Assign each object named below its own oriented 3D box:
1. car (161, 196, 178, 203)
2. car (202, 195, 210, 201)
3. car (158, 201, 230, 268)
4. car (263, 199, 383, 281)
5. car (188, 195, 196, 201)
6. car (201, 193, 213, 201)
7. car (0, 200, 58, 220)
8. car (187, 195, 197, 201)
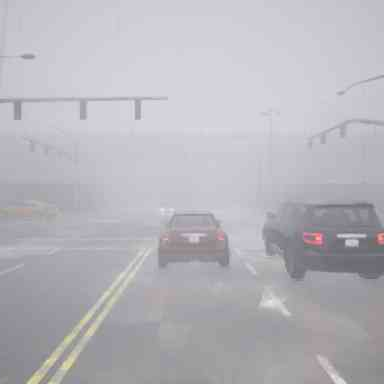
[{"bbox_3d":[-3.608,1.625,49.784,1.895,1.301,4.718,0,0,0],"label":"car"},{"bbox_3d":[3.453,1.564,83.344,1.812,1.442,4.674,0,0,0],"label":"car"},{"bbox_3d":[-0.001,1.358,11.478,2.097,1.767,4.553,0,0,-2],"label":"car"},{"bbox_3d":[3.632,1.226,10.052,2.150,2.045,5.566,0,0,2],"label":"car"},{"bbox_3d":[-0.047,1.517,83.342,1.882,1.535,5.008,0,0,0],"label":"car"},{"bbox_3d":[3.459,1.241,72.645,2.150,2.045,5.566,0,0,0],"label":"car"},{"bbox_3d":[-13.551,1.446,27.269,5.008,1.535,1.882,0,-1,7],"label":"car"},{"bbox_3d":[-0.041,1.387,73.320,2.097,1.767,4.553,0,0,0],"label":"car"}]
